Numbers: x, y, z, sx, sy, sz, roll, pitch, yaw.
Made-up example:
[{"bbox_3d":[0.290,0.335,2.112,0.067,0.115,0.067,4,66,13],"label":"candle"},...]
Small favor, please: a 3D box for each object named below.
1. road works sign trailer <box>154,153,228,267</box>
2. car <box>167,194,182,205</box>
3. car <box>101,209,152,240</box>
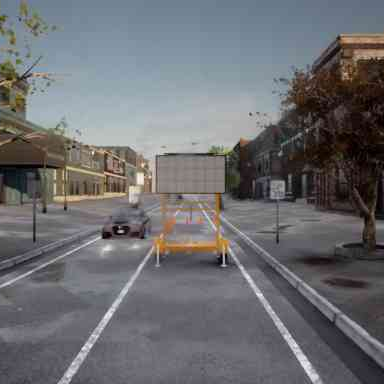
[{"bbox_3d":[-0.037,0.466,11.431,2.380,3.560,2.880,0,0,0],"label":"road works sign trailer"},{"bbox_3d":[-3.279,1.425,57.654,2.128,1.511,4.902,0,0,0],"label":"car"},{"bbox_3d":[-3.155,1.566,16.780,1.994,1.385,4.181,0,0,0],"label":"car"}]
